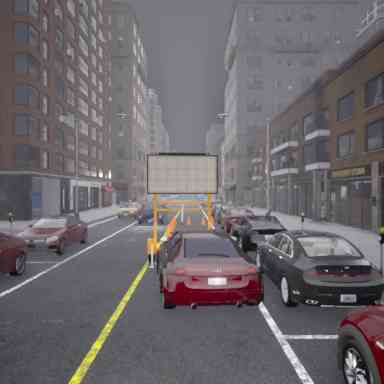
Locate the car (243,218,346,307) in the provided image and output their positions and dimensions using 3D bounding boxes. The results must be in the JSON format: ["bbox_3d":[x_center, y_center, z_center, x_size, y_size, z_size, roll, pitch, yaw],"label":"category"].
[{"bbox_3d":[2.623,1.551,7.765,2.008,1.369,4.403,0,0,0],"label":"car"}]

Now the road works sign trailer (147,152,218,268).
[{"bbox_3d":[-0.335,0.467,11.377,2.380,3.560,2.880,0,0,-6],"label":"road works sign trailer"}]

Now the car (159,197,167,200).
[{"bbox_3d":[-5.478,1.470,51.895,1.967,1.590,4.097,0,0,0],"label":"car"}]

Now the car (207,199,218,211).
[{"bbox_3d":[2.585,1.596,29.840,1.802,1.307,4.206,0,0,0],"label":"car"}]

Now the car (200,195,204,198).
[{"bbox_3d":[2.548,1.612,51.916,1.802,1.307,4.206,0,0,0],"label":"car"}]

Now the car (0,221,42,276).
[{"bbox_3d":[-5.401,1.582,7.748,1.802,1.307,4.206,0,0,0],"label":"car"}]

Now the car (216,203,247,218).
[{"bbox_3d":[2.604,1.551,18.802,1.887,1.381,4.507,0,0,0],"label":"car"}]

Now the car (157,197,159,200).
[{"bbox_3d":[-5.459,1.604,40.857,1.802,1.307,4.206,0,0,0],"label":"car"}]

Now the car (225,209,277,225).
[{"bbox_3d":[2.614,1.569,13.283,1.947,1.339,4.313,0,0,0],"label":"car"}]

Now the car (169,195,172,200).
[{"bbox_3d":[-5.496,1.588,62.931,2.008,1.369,4.403,0,0,0],"label":"car"}]

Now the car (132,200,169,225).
[{"bbox_3d":[-2.791,1.558,24.773,2.033,1.411,5.357,0,0,0],"label":"car"}]

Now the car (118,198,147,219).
[{"bbox_3d":[-5.435,1.539,29.652,1.752,1.417,4.829,0,0,0],"label":"car"}]

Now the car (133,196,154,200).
[{"bbox_3d":[-5.449,1.333,35.339,2.192,1.841,5.009,0,0,0],"label":"car"}]

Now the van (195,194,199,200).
[{"bbox_3d":[2.482,1.396,90.035,1.690,1.788,3.998,0,0,0],"label":"van"}]

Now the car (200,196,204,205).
[{"bbox_3d":[2.557,1.577,46.397,2.008,1.369,4.403,0,0,0],"label":"car"}]

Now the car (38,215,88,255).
[{"bbox_3d":[-5.411,1.585,13.265,1.802,1.307,4.206,0,0,0],"label":"car"}]

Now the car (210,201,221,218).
[{"bbox_3d":[2.595,1.561,24.321,2.008,1.369,4.403,0,0,0],"label":"car"}]

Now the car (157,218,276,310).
[{"bbox_3d":[0.211,1.557,7.916,1.994,1.385,4.181,1,0,-7],"label":"car"}]

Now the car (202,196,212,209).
[{"bbox_3d":[2.566,1.573,40.878,2.008,1.369,4.403,0,0,0],"label":"car"}]

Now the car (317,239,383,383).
[{"bbox_3d":[2.633,1.440,2.246,1.967,1.590,4.097,0,0,0],"label":"car"}]

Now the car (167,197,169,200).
[{"bbox_3d":[-5.487,1.559,57.242,1.752,1.417,4.829,0,0,0],"label":"car"}]

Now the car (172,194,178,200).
[{"bbox_3d":[-5.543,1.605,90.012,2.008,1.369,4.403,0,0,0],"label":"car"}]

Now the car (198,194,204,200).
[{"bbox_3d":[2.538,1.474,57.435,1.967,1.590,4.097,0,0,0],"label":"car"}]
